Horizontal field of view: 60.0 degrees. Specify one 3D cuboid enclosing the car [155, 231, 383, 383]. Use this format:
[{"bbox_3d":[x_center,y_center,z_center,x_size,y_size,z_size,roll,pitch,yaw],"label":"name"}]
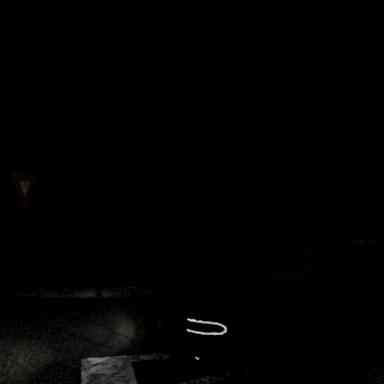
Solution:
[{"bbox_3d":[1.920,1.413,5.140,5.008,1.535,1.882,0,1,-22],"label":"car"}]
